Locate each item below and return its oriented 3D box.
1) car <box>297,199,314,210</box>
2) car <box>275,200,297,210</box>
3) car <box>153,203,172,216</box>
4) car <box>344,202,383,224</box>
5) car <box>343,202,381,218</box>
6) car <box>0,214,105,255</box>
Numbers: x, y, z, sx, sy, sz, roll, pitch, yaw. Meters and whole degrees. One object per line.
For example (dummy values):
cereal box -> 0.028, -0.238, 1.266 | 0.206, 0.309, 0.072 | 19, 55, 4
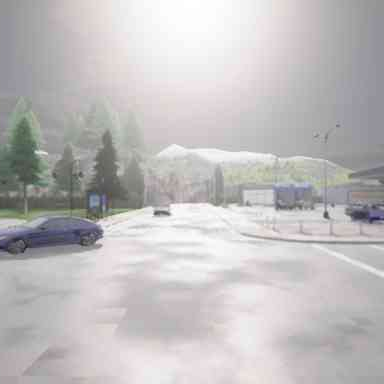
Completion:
car -> 17.564, 1.954, 52.514 | 2.152, 1.636, 5.027 | 0, -1, 1
car -> 14.427, 1.966, 52.505 | 2.007, 1.523, 4.514 | 0, -1, 1
car -> -3.335, 2.013, 38.460 | 2.033, 1.411, 5.357 | 0, -1, 0
car -> 14.073, 1.685, 26.475 | 1.845, 1.501, 3.633 | 0, -1, 1
car -> 17.157, 1.782, 33.852 | 1.970, 1.475, 3.806 | 0, -1, 1
car -> -6.059, 1.712, 14.300 | 4.674, 1.442, 1.812 | 0, 1, -43
